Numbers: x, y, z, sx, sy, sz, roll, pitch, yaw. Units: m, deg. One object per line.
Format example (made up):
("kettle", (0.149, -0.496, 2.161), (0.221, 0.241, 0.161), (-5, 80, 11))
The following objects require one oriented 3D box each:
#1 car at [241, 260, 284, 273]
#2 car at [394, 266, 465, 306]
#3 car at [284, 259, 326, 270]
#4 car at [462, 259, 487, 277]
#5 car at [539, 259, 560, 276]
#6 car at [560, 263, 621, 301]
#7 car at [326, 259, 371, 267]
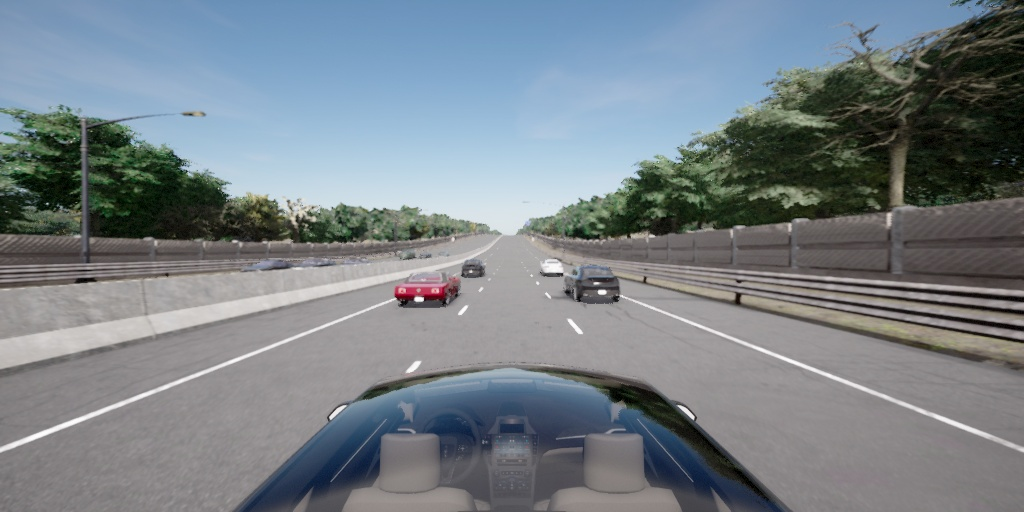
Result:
("car", (-21.090, 1.065, 31.495), (2.033, 1.411, 5.357), (0, 1, 0))
("car", (-3.398, 1.284, 15.365), (1.895, 1.301, 4.718), (0, 0, 0))
("car", (-17.586, 1.001, 32.104), (2.128, 1.511, 4.902), (0, 1, 0))
("car", (-3.394, 1.014, 32.132), (1.837, 1.490, 4.892), (0, 1, 0))
("car", (3.606, 1.024, 32.879), (1.812, 1.442, 4.674), (0, 1, 0))
("car", (3.602, 1.178, 16.710), (1.837, 1.490, 4.892), (0, 0, 0))
("car", (-14.087, 1.001, 32.092), (2.128, 1.511, 4.902), (0, 1, 0))
